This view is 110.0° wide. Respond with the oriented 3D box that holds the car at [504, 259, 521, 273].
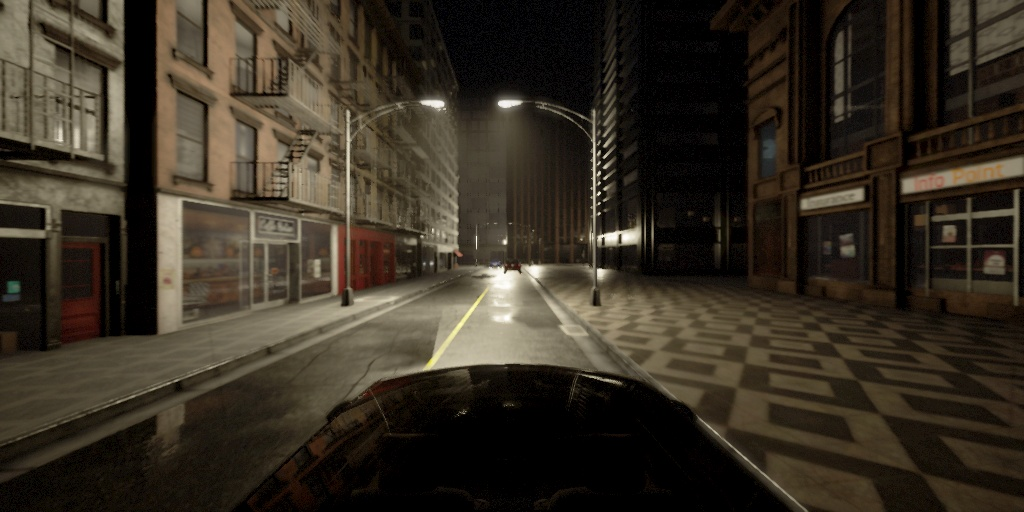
[{"bbox_3d":[0.078,1.158,44.821,2.097,1.767,4.553,0,0,0],"label":"car"}]
